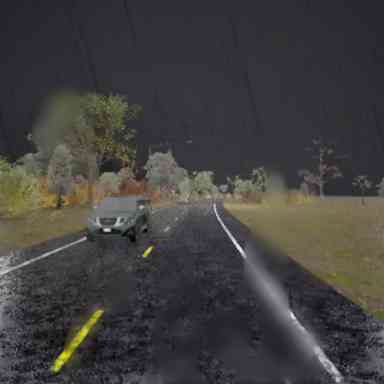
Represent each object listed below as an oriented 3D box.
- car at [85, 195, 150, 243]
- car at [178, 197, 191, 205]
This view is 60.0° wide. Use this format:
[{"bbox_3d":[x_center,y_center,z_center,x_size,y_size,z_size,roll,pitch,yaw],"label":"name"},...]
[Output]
[{"bbox_3d":[-3.404,1.186,16.339,2.150,2.045,5.566,0,0,1],"label":"car"},{"bbox_3d":[-1.344,1.608,58.448,1.994,1.385,4.181,0,0,5],"label":"car"}]
